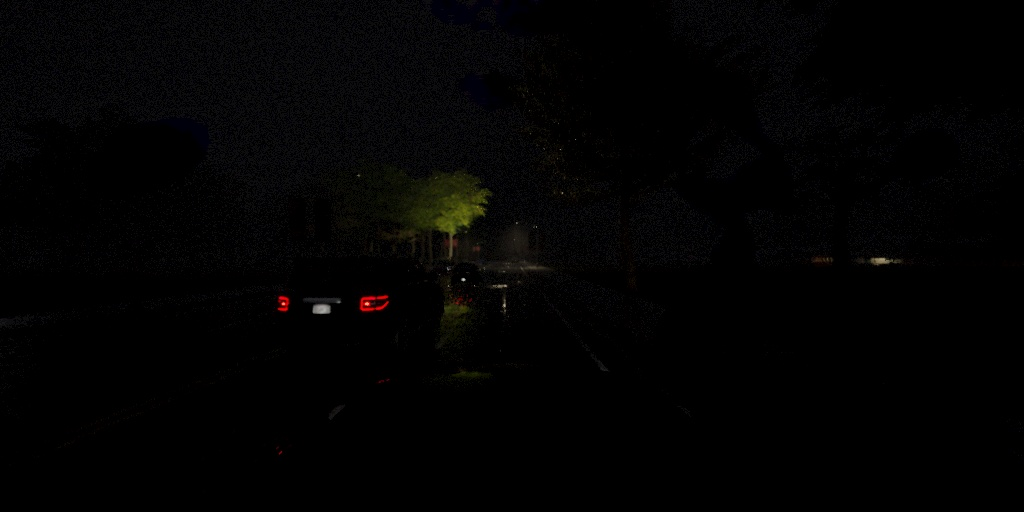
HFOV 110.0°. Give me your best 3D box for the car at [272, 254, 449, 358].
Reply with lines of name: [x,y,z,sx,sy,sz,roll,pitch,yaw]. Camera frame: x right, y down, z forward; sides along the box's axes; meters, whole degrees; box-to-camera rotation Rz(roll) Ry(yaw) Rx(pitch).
car: [-3.148,0.977,8.612,2.150,2.045,5.566,0,0,0]

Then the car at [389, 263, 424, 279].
car: [-9.842,1.382,33.698,1.895,1.301,4.718,0,0,0]

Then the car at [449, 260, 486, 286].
car: [-3.147,1.276,25.625,1.837,1.490,4.892,0,0,0]
